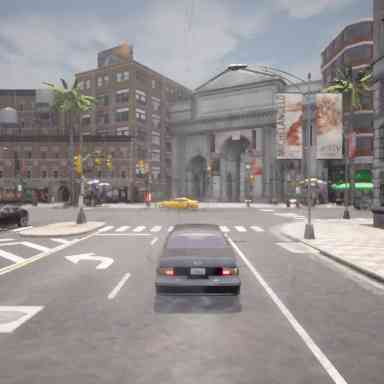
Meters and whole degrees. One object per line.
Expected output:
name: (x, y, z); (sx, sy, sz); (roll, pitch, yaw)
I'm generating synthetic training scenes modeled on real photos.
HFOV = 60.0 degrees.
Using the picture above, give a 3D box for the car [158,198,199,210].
car: (-1.666, 1.477, 41.284); (5.008, 1.535, 1.882); (0, 0, 1)

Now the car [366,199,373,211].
car: (22.719, 1.526, 37.518); (4.674, 1.442, 1.812); (0, 0, 1)

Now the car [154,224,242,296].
car: (0.114, 1.547, 8.800); (2.033, 1.411, 5.357); (0, 0, 0)

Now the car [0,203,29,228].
car: (-11.493, 1.491, 19.486); (2.128, 1.511, 4.902); (0, 0, 2)

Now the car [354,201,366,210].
car: (22.293, 1.564, 41.017); (4.181, 1.385, 1.994); (0, 0, 0)
